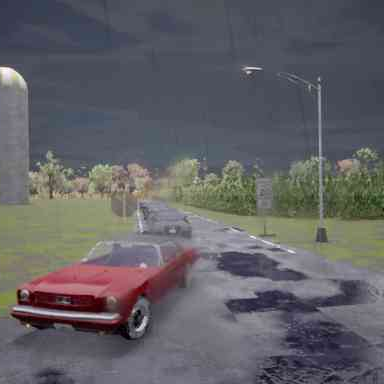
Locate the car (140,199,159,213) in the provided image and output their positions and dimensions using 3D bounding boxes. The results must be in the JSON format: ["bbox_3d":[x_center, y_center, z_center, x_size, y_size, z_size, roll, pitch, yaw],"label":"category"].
[{"bbox_3d":[-5.497,1.680,42.084,2.128,1.511,4.902,-1,0,-10],"label":"car"}]

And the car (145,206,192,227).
[{"bbox_3d":[-1.220,1.646,17.357,1.994,1.385,4.181,-1,0,-10],"label":"car"}]

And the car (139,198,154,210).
[{"bbox_3d":[-6.608,1.693,48.172,1.882,1.535,5.008,-1,0,-10],"label":"car"}]

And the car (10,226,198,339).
[{"bbox_3d":[-1.301,1.651,6.914,1.895,1.301,4.718,0,-1,14],"label":"car"}]

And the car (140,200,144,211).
[{"bbox_3d":[-3.333,1.699,29.862,1.994,1.385,4.181,-1,0,-10],"label":"car"}]

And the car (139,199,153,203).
[{"bbox_3d":[-4.357,1.708,35.729,2.033,1.411,5.357,-1,0,-10],"label":"car"}]

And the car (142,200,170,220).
[{"bbox_3d":[-2.235,1.600,23.438,2.128,1.511,4.902,-1,0,-10],"label":"car"}]
